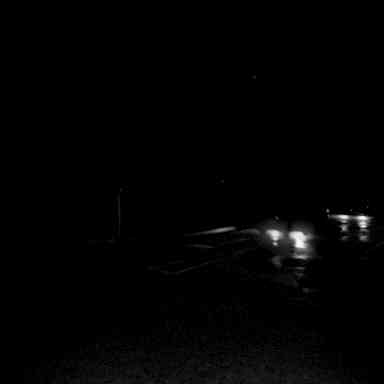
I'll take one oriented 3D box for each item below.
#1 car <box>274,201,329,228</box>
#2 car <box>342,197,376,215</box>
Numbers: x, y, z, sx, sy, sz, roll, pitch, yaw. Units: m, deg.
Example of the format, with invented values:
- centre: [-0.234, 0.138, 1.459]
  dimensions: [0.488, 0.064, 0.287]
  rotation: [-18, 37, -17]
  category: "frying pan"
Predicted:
- centre: [6.874, 1.365, 20.625]
  dimensions: [1.837, 1.490, 4.892]
  rotation: [-1, 0, 43]
  category: "car"
- centre: [14.811, 1.162, 29.341]
  dimensions: [1.812, 1.442, 4.674]
  rotation: [-1, 1, 43]
  category: "car"
